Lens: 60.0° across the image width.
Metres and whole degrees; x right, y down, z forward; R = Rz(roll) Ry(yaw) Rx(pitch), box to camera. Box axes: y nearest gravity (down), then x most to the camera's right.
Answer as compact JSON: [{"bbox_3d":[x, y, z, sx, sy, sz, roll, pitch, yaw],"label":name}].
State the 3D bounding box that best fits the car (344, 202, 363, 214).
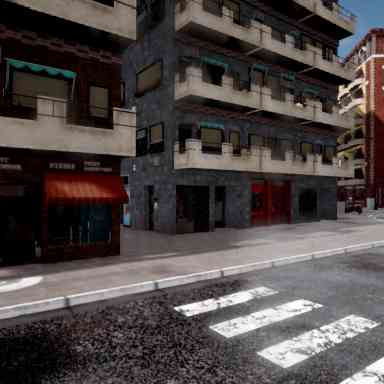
[{"bbox_3d":[17.813,1.790,38.250,1.895,1.301,4.718,0,0,5],"label":"car"}]
